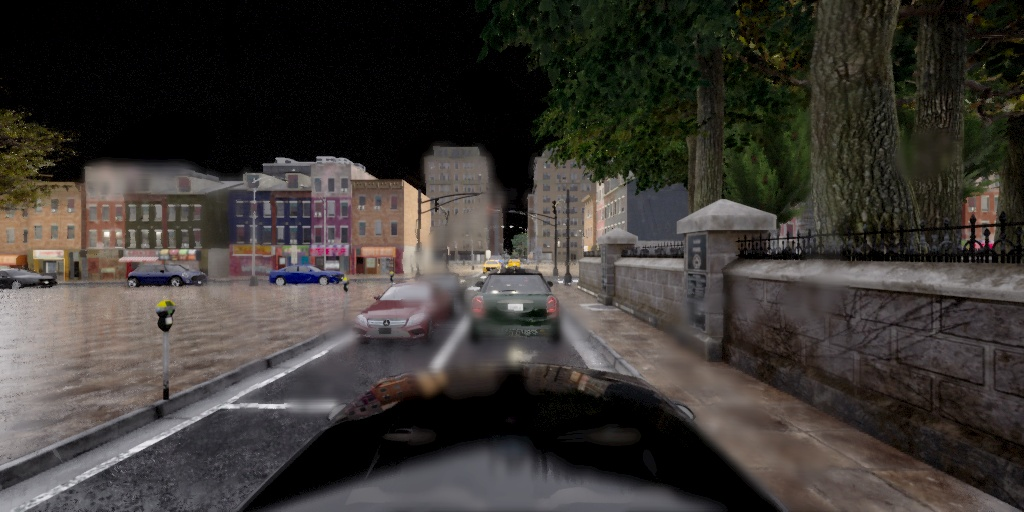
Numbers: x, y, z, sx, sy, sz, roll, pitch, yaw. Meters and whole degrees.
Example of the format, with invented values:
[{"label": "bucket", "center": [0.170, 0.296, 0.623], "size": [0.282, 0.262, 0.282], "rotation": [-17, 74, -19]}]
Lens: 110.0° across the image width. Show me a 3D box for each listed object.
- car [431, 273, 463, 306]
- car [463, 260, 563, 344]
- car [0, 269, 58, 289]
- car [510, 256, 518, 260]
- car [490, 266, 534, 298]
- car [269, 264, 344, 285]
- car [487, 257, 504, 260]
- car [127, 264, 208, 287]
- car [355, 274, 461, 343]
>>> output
[{"label": "car", "center": [-2.638, 1.315, 13.262], "size": [1.948, 1.339, 4.313], "rotation": [0, 0, 0]}, {"label": "car", "center": [0.074, 1.102, 9.714], "size": [2.097, 1.767, 4.553], "rotation": [0, 0, 0]}, {"label": "car", "center": [-36.312, 1.714, 26.101], "size": [4.892, 1.490, 1.837], "rotation": [-1, 0, 0]}, {"label": "car", "center": [0.393, 1.216, 61.229], "size": [1.882, 1.535, 5.008], "rotation": [0, 0, 0]}, {"label": "car", "center": [-0.143, 1.314, 19.158], "size": [1.994, 1.385, 4.181], "rotation": [0, 0, -5]}, {"label": "car", "center": [-14.888, 1.373, 26.160], "size": [5.008, 1.535, 1.882], "rotation": [-1, 0, 0]}, {"label": "car", "center": [-2.275, 1.220, 41.529], "size": [1.882, 1.535, 5.008], "rotation": [0, 0, 1]}, {"label": "car", "center": [-24.965, 1.378, 26.128], "size": [4.553, 1.767, 2.097], "rotation": [-1, 0, 0]}, {"label": "car", "center": [-2.638, 1.332, 9.600], "size": [1.802, 1.307, 4.207], "rotation": [0, 0, 0]}]
